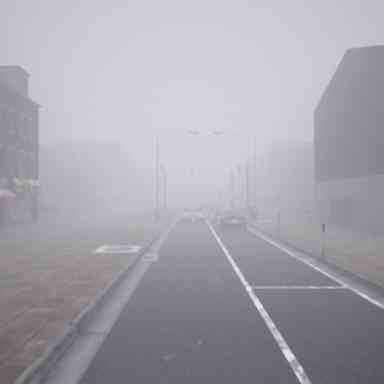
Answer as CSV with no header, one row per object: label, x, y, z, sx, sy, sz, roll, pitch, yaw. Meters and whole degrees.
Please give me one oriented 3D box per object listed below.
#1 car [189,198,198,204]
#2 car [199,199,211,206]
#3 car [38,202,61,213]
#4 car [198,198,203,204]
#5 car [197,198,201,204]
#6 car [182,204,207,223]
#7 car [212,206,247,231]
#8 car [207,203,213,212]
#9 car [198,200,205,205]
car,-0.007,2.815,87.003,2.033,1.411,5.357,0,-1,0
car,2.635,2.338,57.289,1.887,1.381,4.507,0,-1,0
car,-19.037,2.038,42.244,4.674,1.442,1.812,0,-1,0
car,2.634,2.410,63.138,1.752,1.417,4.829,0,-1,0
car,2.633,2.632,74.325,1.947,1.339,4.313,0,-1,0
car,0.076,1.988,29.554,1.895,1.301,4.718,0,-1,0
car,2.639,1.858,22.586,1.947,1.339,4.313,0,-1,0
car,2.638,1.920,28.261,2.008,1.369,4.403,0,-1,0
car,2.630,2.927,91.361,1.947,1.339,4.313,0,-1,0
